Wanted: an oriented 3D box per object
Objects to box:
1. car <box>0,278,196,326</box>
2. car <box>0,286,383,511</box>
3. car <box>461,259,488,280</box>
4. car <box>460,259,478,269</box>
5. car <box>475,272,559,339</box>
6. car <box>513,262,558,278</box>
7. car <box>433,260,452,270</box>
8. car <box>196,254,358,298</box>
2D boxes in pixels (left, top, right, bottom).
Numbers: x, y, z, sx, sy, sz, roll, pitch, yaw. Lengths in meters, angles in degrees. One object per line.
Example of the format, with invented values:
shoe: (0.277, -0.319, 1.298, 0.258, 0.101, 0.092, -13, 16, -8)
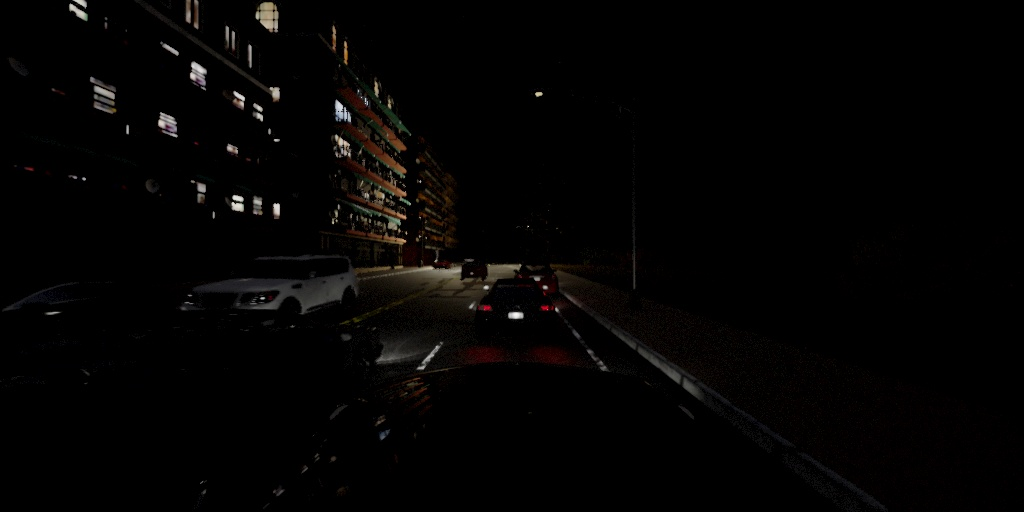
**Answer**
car: (-9.842, 1.236, 7.418, 2.128, 1.511, 4.902, 0, 0, 0)
car: (-3.145, 1.295, 3.751, 2.033, 1.411, 5.357, 0, 0, 0)
car: (-3.110, 1.199, 30.287, 1.882, 1.535, 5.008, 0, 0, 0)
car: (-6.521, 1.186, 54.334, 2.128, 1.511, 4.902, 0, 0, 0)
car: (0.107, 1.306, 10.083, 1.994, 1.385, 4.181, 0, 0, 0)
car: (1.161, 1.085, 18.662, 2.097, 1.767, 4.553, 0, 0, 0)
car: (-9.780, 1.224, 50.552, 1.812, 1.442, 4.674, 0, 0, 0)
car: (-6.589, 0.963, 10.706, 2.150, 2.045, 5.566, 0, 0, 0)
